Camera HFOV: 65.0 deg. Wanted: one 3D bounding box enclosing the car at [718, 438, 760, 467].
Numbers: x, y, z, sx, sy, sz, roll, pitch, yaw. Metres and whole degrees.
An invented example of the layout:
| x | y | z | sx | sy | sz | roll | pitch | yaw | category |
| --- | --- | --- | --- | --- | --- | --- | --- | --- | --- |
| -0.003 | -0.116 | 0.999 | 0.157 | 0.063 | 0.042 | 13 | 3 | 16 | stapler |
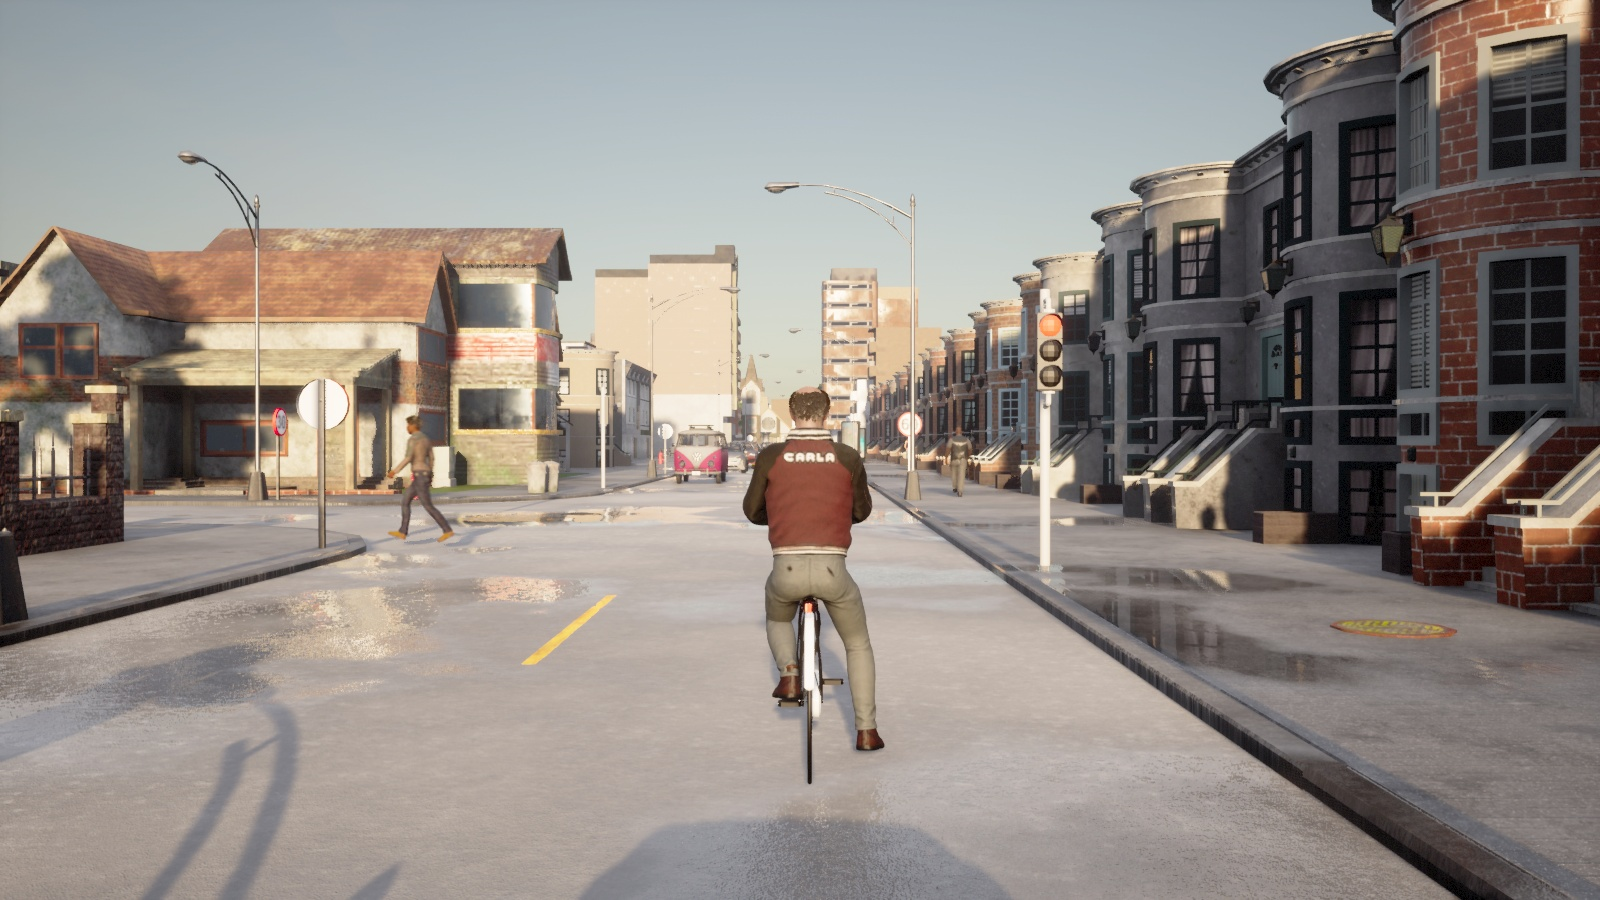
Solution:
| x | y | z | sx | sy | sz | roll | pitch | yaw | category |
| --- | --- | --- | --- | --- | --- | --- | --- | --- | --- |
| -3.512 | 0.108 | 73.392 | 2.152 | 1.651 | 5.027 | 0 | 0 | 0 | car |

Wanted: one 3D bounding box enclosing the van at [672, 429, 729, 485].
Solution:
| x | y | z | sx | sy | sz | roll | pitch | yaw | category |
| --- | --- | --- | --- | --- | --- | --- | --- | --- | --- |
| -3.688 | 0.230 | 47.166 | 1.775 | 1.987 | 4.442 | 0 | 0 | 1 | van |

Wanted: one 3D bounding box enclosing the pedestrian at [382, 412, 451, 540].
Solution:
| x | y | z | sx | sy | sz | roll | pitch | yaw | category |
| --- | --- | --- | --- | --- | --- | --- | --- | --- | --- |
| -5.436 | 0.363 | 17.821 | 0.869 | 1.805 | 0.328 | 0 | 0 | 2 | pedestrian |

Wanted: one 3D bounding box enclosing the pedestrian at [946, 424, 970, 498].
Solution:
| x | y | z | sx | sy | sz | roll | pitch | yaw | category |
| --- | --- | --- | --- | --- | --- | --- | --- | --- | --- |
| 4.083 | 0.276 | 32.487 | 0.563 | 1.883 | 0.849 | 0 | 0 | 4 | pedestrian |

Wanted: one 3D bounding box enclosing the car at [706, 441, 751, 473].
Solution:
| x | y | z | sx | sy | sz | roll | pitch | yaw | category |
| --- | --- | --- | --- | --- | --- | --- | --- | --- | --- |
| -3.579 | 0.332 | 63.494 | 2.007 | 1.525 | 4.514 | 0 | 0 | 0 | car |

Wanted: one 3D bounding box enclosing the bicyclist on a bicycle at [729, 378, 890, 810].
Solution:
| x | y | z | sx | sy | sz | roll | pitch | yaw | category |
| --- | --- | --- | --- | --- | --- | --- | --- | --- | --- |
| 0.045 | 0.583 | 6.081 | 0.659 | 1.776 | 1.843 | 0 | 1 | 0 | bicyclist on a bicycle |
